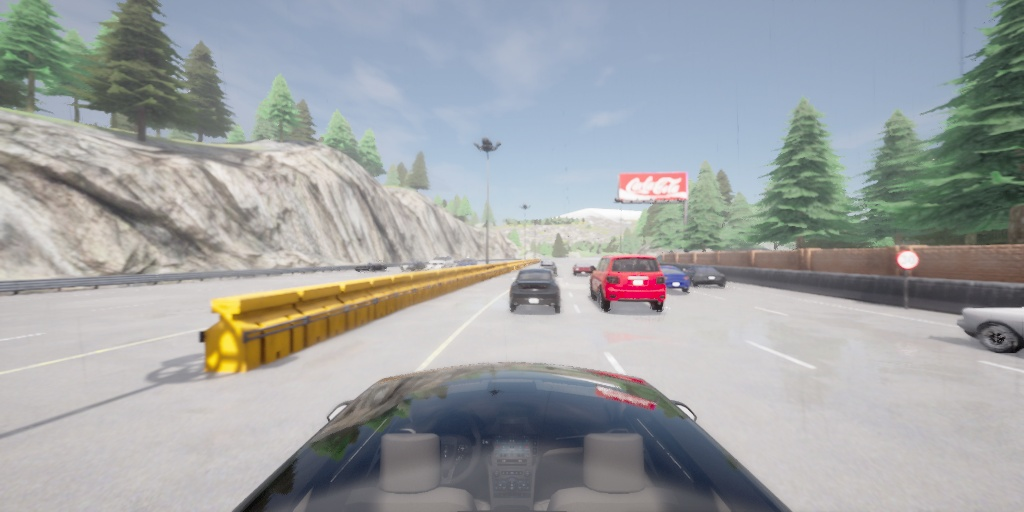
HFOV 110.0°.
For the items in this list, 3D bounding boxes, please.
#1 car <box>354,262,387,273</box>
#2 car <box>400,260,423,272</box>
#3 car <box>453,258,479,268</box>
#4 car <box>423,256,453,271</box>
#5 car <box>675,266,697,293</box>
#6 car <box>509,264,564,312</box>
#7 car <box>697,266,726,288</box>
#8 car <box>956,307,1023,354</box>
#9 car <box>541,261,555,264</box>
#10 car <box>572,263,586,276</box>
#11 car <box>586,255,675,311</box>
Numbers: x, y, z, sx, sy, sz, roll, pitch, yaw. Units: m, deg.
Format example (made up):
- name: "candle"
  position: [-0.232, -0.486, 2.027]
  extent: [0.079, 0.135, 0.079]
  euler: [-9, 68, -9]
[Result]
- name: "car"
  position: [-16.851, 1.326, 42.896]
  extent: [1.895, 1.301, 4.718]
  euler: [0, 0, 8]
- name: "car"
  position: [-12.814, 1.224, 46.587]
  extent: [2.128, 1.511, 4.902]
  euler: [0, 0, 7]
- name: "car"
  position: [-5.745, 1.114, 46.619]
  extent: [2.097, 1.767, 4.553]
  euler: [0, 0, 7]
- name: "car"
  position: [-9.227, 0.966, 46.980]
  extent: [2.150, 2.045, 5.566]
  euler: [0, 0, 7]
- name: "car"
  position: [8.747, 1.290, 20.784]
  extent: [1.812, 1.442, 4.674]
  euler: [0, 0, 7]
- name: "car"
  position: [0.987, 1.257, 14.410]
  extent: [1.837, 1.490, 4.892]
  euler: [0, 0, 6]
- name: "car"
  position: [12.715, 1.335, 24.355]
  extent: [1.994, 1.385, 4.181]
  euler: [0, 0, 7]
- name: "car"
  position: [10.788, 1.368, 5.809]
  extent: [1.895, 1.301, 4.718]
  euler: [0, 0, 3]
- name: "car"
  position: [3.599, 1.249, 36.028]
  extent: [2.128, 1.511, 4.902]
  euler: [0, 0, 7]
- name: "car"
  position: [7.339, 1.364, 37.702]
  extent: [1.895, 1.301, 4.718]
  euler: [0, 0, 7]
- name: "car"
  position: [4.501, 0.979, 14.642]
  extent: [2.150, 2.045, 5.566]
  euler: [0, 0, 6]
